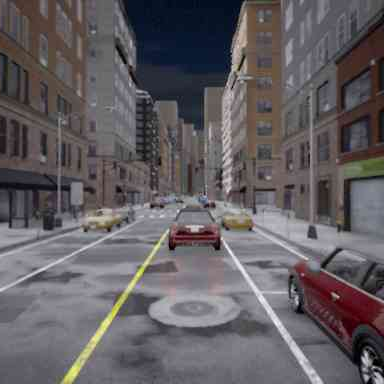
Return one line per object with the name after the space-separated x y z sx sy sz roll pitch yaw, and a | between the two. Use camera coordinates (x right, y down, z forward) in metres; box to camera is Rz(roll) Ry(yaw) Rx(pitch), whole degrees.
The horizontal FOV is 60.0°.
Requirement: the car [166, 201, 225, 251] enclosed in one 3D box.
0.106 1.473 14.821 2.097 1.767 4.553 0 0 0 | car

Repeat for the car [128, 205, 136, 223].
-5.657 1.771 27.175 2.008 1.369 4.403 0 0 0 | car

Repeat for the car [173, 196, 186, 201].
-2.964 2.261 79.774 1.895 1.301 4.718 0 0 0 | car

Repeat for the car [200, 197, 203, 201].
2.883 2.059 59.444 1.947 1.339 4.313 0 0 0 | car

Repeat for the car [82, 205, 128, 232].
-5.660 1.699 21.480 1.752 1.417 4.829 0 0 0 | car

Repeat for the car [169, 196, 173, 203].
-5.638 2.028 70.452 1.967 1.590 4.097 0 0 0 | car

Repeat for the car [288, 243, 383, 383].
2.858 1.481 5.069 1.967 1.590 4.097 0 0 0 | car

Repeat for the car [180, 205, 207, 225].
0.114 1.783 27.059 1.994 1.385 4.181 0 -1 0 | car

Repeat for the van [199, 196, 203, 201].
2.887 1.929 70.449 1.690 1.788 3.998 0 0 0 | van

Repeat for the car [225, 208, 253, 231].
2.866 1.701 21.815 1.752 1.417 4.829 0 0 0 | car

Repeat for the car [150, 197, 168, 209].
-5.646 1.762 53.950 2.192 1.841 5.009 0 0 0 | car

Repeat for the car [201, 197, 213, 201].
2.880 1.991 53.943 1.887 1.381 4.507 0 0 0 | car
